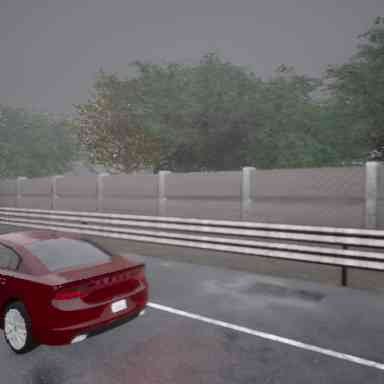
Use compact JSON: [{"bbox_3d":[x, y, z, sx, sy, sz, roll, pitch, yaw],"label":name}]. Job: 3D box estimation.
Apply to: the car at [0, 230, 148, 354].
[{"bbox_3d":[-3.053,1.461,6.172,5.008,1.535,1.882,0,0,36],"label":"car"}]
